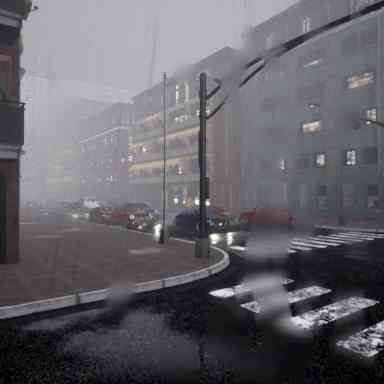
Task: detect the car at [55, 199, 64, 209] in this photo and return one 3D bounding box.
[{"bbox_3d":[-22.519,2.270,59.332,1.812,1.442,4.674,0,-1,-35],"label":"car"}]

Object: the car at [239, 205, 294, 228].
[{"bbox_3d":[5.243,1.638,24.095,1.967,1.590,4.097,-1,0,-35],"label":"car"}]

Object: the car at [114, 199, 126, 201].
[{"bbox_3d":[-4.670,1.659,28.794,2.097,1.767,4.553,0,-1,-35],"label":"car"}]

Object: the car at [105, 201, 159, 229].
[{"bbox_3d":[-4.389,1.694,24.083,1.967,1.590,4.097,-1,0,-35],"label":"car"}]

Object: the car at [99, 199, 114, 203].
[{"bbox_3d":[-10.711,1.855,46.793,2.192,1.841,5.009,-1,0,-35],"label":"car"}]

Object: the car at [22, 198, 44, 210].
[{"bbox_3d":[-26.713,2.170,55.868,1.967,1.590,4.097,-1,0,-35],"label":"car"}]

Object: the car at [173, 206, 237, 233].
[{"bbox_3d":[0.545,1.759,21.371,1.994,1.385,4.181,0,-1,-35],"label":"car"}]

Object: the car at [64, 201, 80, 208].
[{"bbox_3d":[-23.463,2.376,64.955,1.947,1.339,4.313,-1,0,-35],"label":"car"}]

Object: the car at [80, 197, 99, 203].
[{"bbox_3d":[-15.740,1.823,49.697,2.150,2.045,5.566,0,-1,-35],"label":"car"}]

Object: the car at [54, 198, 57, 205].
[{"bbox_3d":[-26.653,2.428,69.495,2.008,1.369,4.403,-1,0,-35],"label":"car"}]

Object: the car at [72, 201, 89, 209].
[{"bbox_3d":[-20.274,2.325,60.414,1.802,1.307,4.206,-1,0,-35],"label":"car"}]

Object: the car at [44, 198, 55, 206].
[{"bbox_3d":[-33.035,2.327,78.577,2.192,1.841,5.009,-1,0,-35],"label":"car"}]

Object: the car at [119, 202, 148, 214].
[{"bbox_3d":[-7.518,2.037,42.252,1.947,1.339,4.313,-1,0,-35],"label":"car"}]

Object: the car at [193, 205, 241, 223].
[{"bbox_3d":[2.053,1.849,28.633,1.802,1.307,4.206,-1,0,-35],"label":"car"}]

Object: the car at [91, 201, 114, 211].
[{"bbox_3d":[-13.896,2.158,51.333,2.008,1.369,4.403,-1,0,-35],"label":"car"}]

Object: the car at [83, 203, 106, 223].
[{"bbox_3d":[-7.576,1.904,28.624,1.802,1.307,4.206,-1,0,-35],"label":"car"}]

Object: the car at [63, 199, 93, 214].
[{"bbox_3d":[-14.962,2.035,43.502,1.837,1.490,4.892,0,-1,-35],"label":"car"}]
